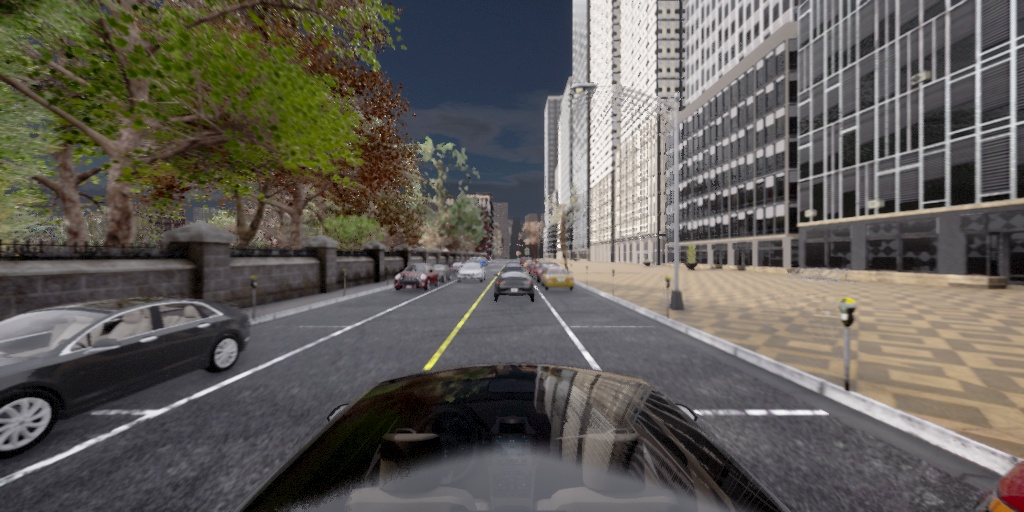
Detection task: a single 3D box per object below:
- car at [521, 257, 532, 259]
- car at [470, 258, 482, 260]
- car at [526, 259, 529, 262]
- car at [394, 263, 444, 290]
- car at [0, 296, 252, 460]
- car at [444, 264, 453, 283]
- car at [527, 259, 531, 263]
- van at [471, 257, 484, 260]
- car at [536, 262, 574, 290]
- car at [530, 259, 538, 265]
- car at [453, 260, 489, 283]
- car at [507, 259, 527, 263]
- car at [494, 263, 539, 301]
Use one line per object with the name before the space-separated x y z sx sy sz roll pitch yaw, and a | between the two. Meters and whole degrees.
car | 2.698 1.260 55.746 1.751 1.417 4.829 0 0 0
car | -5.684 1.299 49.946 1.948 1.339 4.313 0 0 0
car | 2.695 1.295 38.679 1.948 1.339 4.313 0 0 0
car | -5.688 1.171 21.786 1.967 1.591 4.097 0 0 0
car | -5.692 1.297 4.890 2.007 1.370 4.403 0 0 0
car | -5.687 1.278 27.417 2.007 1.370 4.403 0 0 0
car | 2.694 1.273 33.047 1.888 1.381 4.507 0 0 0
van | -5.682 1.075 55.578 1.690 1.789 3.998 0 0 0
car | 2.692 1.256 21.955 1.751 1.417 4.829 0 0 0
car | 2.693 1.168 27.416 1.967 1.591 4.097 0 0 0
car | -3.067 1.253 27.754 1.812 1.442 4.674 0 0 0
car | 0.104 1.275 34.381 2.033 1.411 5.357 0 0 0
car | 0.108 1.260 17.289 1.812 1.442 4.674 0 0 0
